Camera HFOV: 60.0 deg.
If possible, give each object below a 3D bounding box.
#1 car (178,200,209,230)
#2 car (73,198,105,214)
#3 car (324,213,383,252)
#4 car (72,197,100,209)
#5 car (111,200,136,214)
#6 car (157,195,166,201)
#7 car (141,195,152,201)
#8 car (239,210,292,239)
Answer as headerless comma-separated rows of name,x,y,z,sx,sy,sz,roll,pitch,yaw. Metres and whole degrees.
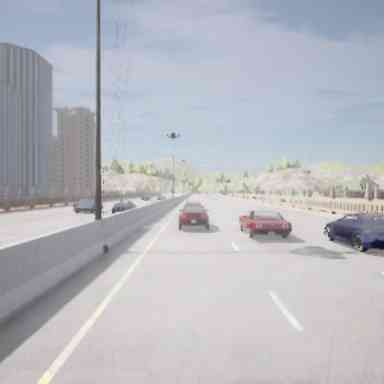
car,0.115,1.494,20.950,1.812,1.442,4.674,0,0,0
car,-10.592,1.494,34.705,2.033,1.411,5.357,0,0,0
car,7.101,1.543,13.730,1.994,1.385,4.181,0,0,0
car,-14.073,1.479,44.664,2.033,1.411,5.357,0,0,0
car,-7.088,1.511,34.974,1.994,1.385,4.181,0,0,0
car,-6.994,1.390,77.006,2.033,1.411,5.357,0,0,0
car,-10.494,1.328,77.007,1.882,1.535,5.008,0,0,0
car,3.602,1.574,17.235,1.895,1.301,4.718,0,0,0
